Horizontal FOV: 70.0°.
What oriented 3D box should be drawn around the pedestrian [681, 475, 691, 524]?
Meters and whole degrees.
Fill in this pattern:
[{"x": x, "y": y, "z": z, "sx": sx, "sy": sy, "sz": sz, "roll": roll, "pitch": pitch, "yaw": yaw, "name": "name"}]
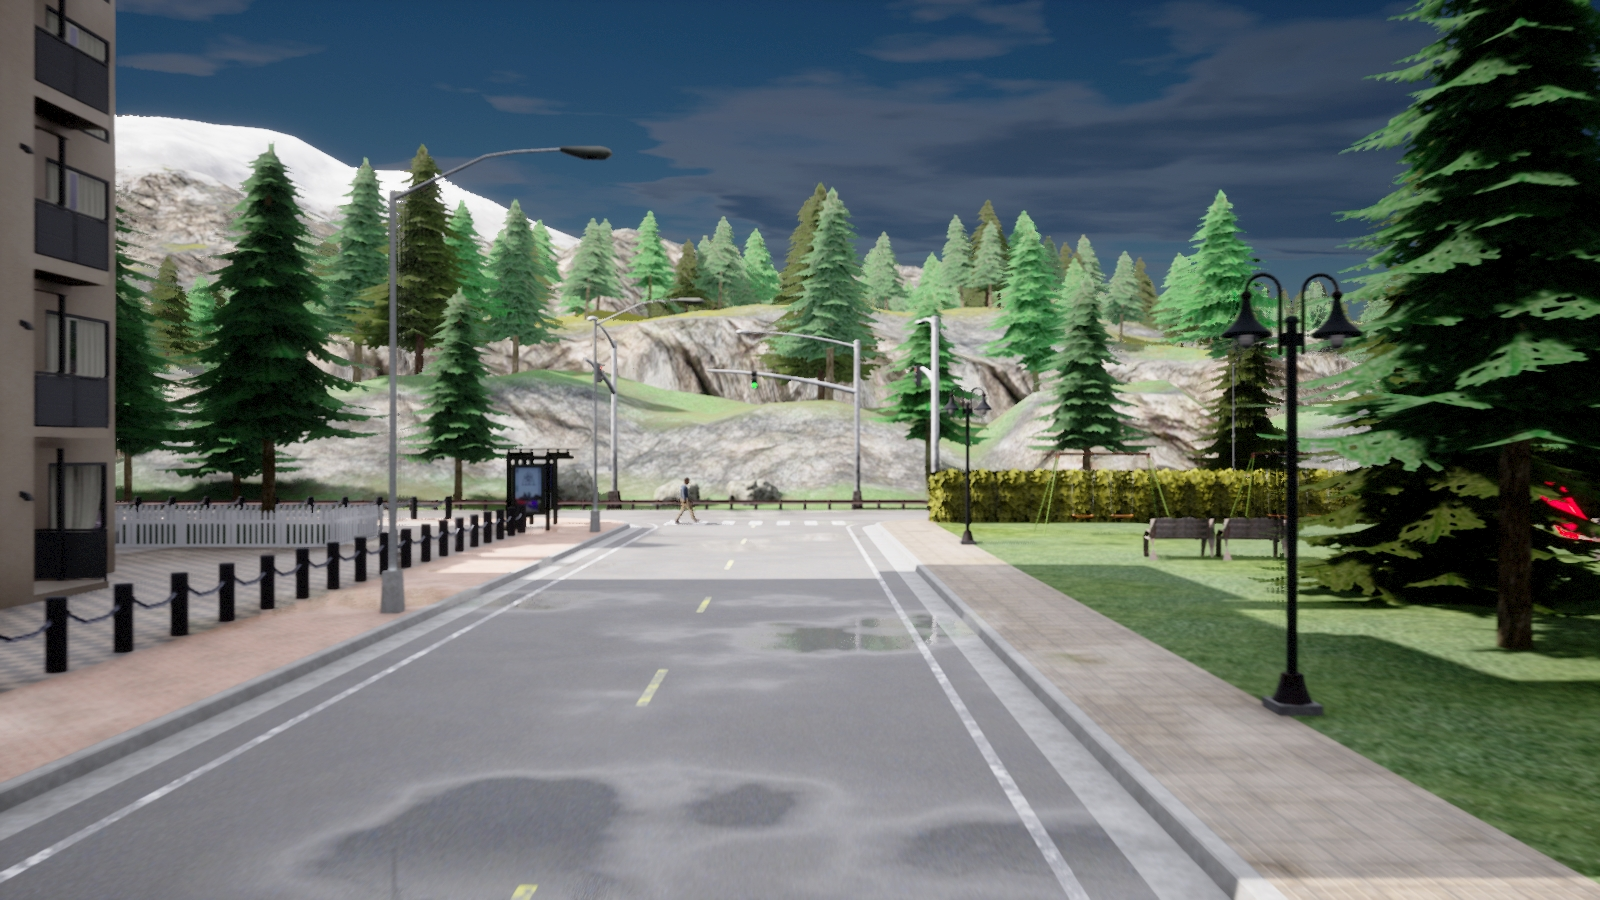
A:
[{"x": -4.339, "y": 1.871, "z": 43.364, "sx": 0.375, "sy": 1.860, "sz": 0.375, "roll": 0, "pitch": 0, "yaw": -8, "name": "pedestrian"}]
